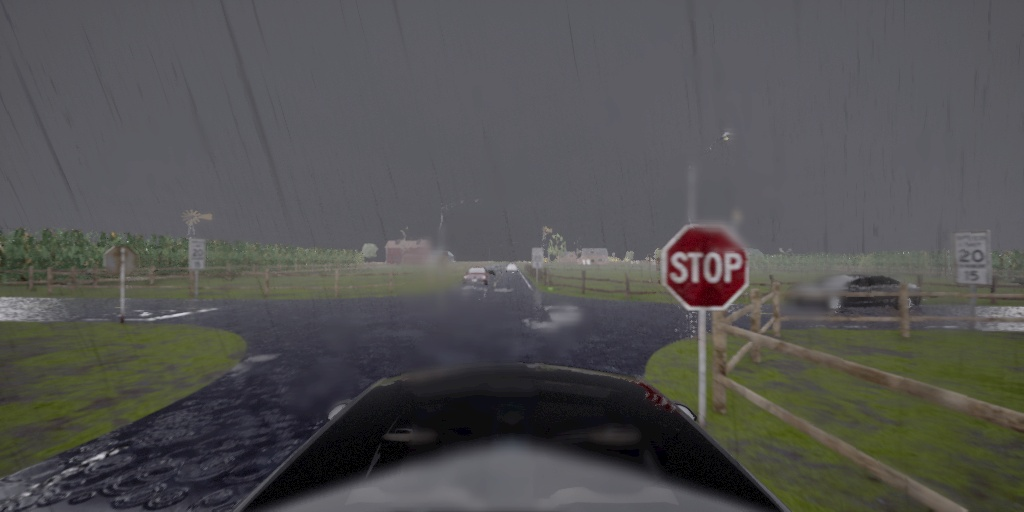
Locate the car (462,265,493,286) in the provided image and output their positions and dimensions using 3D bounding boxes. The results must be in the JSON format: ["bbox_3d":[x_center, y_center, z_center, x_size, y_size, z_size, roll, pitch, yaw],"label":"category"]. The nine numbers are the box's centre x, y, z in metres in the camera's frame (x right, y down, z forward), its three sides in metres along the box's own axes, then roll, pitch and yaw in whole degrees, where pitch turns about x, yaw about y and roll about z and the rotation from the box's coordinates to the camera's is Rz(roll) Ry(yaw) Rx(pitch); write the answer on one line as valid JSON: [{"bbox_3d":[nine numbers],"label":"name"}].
[{"bbox_3d":[-2.856,1.642,29.854,1.812,1.442,4.674,0,-1,0],"label":"car"}]

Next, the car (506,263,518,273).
[{"bbox_3d":[-0.020,2.034,60.130,1.812,1.442,4.674,0,-1,0],"label":"car"}]

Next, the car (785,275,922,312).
[{"bbox_3d":[14.617,1.563,15.490,4.892,1.490,1.837,0,-1,1],"label":"car"}]

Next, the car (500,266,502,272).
[{"bbox_3d":[-2.778,2.122,63.970,1.994,1.385,4.181,0,-1,0],"label":"car"}]

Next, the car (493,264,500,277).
[{"bbox_3d":[-2.857,1.926,45.918,1.895,1.301,4.718,0,-1,0],"label":"car"}]
